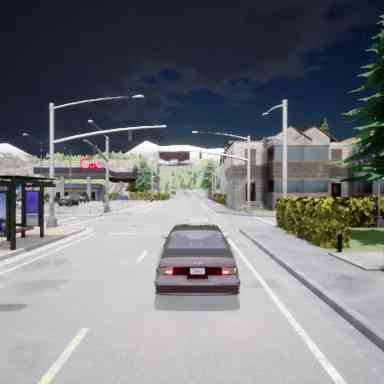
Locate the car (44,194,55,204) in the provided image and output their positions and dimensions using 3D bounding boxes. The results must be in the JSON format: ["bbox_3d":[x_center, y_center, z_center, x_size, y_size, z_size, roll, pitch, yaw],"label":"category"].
[{"bbox_3d":[-25.854,1.289,61.025,1.932,1.855,4.605,0,0,0],"label":"car"}]

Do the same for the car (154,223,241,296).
[{"bbox_3d":[0.105,1.547,8.822,2.033,1.411,5.357,0,0,0],"label":"car"}]

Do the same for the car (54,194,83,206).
[{"bbox_3d":[-18.891,1.489,51.029,2.007,1.523,4.514,0,0,0],"label":"car"}]

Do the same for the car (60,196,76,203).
[{"bbox_3d":[-25.910,1.552,69.504,1.970,1.475,3.806,0,0,0],"label":"car"}]

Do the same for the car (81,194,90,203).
[{"bbox_3d":[-22.584,1.268,68.900,1.905,1.878,3.866,0,0,0],"label":"car"}]
